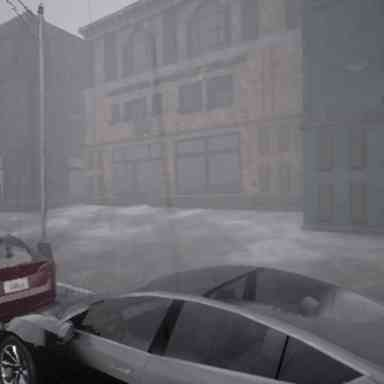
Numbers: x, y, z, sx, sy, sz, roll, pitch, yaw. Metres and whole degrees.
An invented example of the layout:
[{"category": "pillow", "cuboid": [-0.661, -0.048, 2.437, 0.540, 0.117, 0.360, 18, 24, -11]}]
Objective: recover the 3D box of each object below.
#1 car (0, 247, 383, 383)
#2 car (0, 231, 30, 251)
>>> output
[{"category": "car", "cuboid": [-0.005, 1.512, 3.326, 4.792, 1.488, 2.163, 0, 0, 36]}, {"category": "car", "cuboid": [-4.677, 1.517, 6.566, 4.792, 1.488, 2.163, 0, 0, 35]}]
